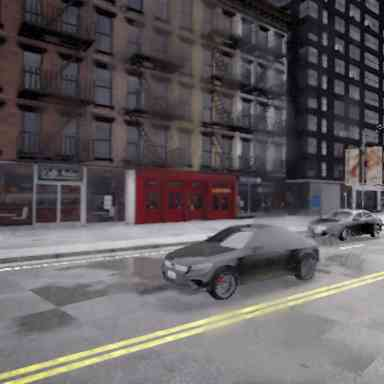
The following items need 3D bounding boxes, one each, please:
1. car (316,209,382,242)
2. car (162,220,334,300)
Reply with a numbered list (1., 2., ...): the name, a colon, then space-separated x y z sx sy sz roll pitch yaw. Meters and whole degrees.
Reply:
1. car: 8.065 1.665 17.392 4.902 1.511 2.128 1 0 -35
2. car: 1.459 1.590 8.669 4.674 1.442 1.812 1 -1 -35
